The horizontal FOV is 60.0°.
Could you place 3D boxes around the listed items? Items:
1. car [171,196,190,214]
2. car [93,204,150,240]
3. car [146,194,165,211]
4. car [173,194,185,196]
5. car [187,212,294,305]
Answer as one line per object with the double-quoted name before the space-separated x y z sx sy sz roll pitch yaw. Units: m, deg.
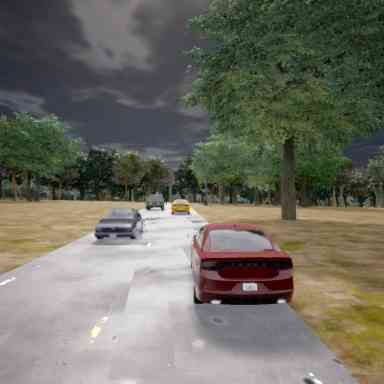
"car" -1.248 1.549 35.886 1.882 1.535 5.008 0 0 -3
"car" -3.572 1.551 17.220 2.033 1.411 5.357 0 0 -3
"car" -4.676 1.333 42.841 2.150 2.045 5.566 0 0 -3
"car" -1.774 1.357 46.394 2.150 2.045 5.566 0 0 -3
"car" 0.933 1.477 8.187 1.882 1.535 5.008 0 0 -1
